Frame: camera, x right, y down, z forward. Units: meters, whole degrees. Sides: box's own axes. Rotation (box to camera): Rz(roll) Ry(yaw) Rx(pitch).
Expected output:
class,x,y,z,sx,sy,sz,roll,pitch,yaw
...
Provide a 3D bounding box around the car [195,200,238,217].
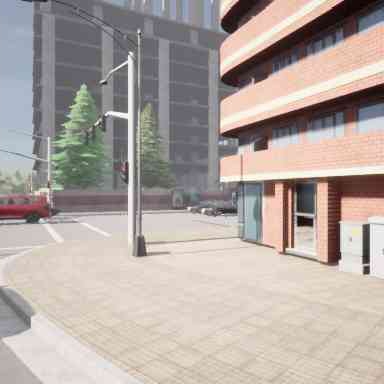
class,x,y,z,sx,sy,sz,roll,pitch,yaw
car,3.220,1.547,31.757,4.902,1.511,2.128,0,0,-27

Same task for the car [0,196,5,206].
class,x,y,z,sx,sy,sz,roll,pitch,yaw
car,-32.402,1.504,55.546,1.837,1.490,4.892,0,0,-27

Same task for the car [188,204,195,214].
class,x,y,z,sx,sy,sz,roll,pitch,yaw
car,1.903,1.547,35.011,4.902,1.511,2.128,0,0,-27

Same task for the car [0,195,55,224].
class,x,y,z,sx,sy,sz,roll,pitch,yaw
car,-13.028,1.263,23.647,5.566,2.045,2.150,0,0,-27

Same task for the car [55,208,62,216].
class,x,y,z,sx,sy,sz,roll,pitch,yaw
car,-13.752,1.653,28.316,4.718,1.301,1.895,0,0,-9
